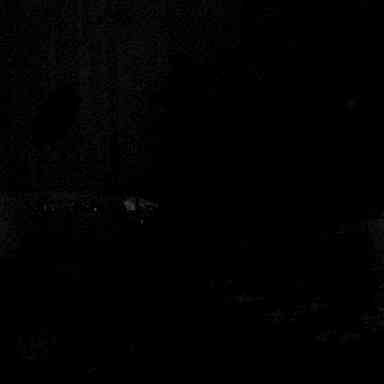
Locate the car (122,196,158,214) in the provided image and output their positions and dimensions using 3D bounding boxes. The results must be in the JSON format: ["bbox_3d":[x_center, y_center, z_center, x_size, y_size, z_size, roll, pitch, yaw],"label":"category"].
[{"bbox_3d":[-4.893,1.152,30.803,1.812,1.442,4.674,-2,2,-36],"label":"car"}]

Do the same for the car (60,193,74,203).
[{"bbox_3d":[-18.173,0.937,49.474,2.128,1.511,4.902,-2,1,-35],"label":"car"}]

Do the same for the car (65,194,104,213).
[{"bbox_3d":[-10.519,1.223,33.053,2.033,1.411,5.357,-2,2,-36],"label":"car"}]

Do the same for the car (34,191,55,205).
[{"bbox_3d":[-21.414,1.040,48.436,2.128,1.511,4.902,-2,2,-36],"label":"car"}]

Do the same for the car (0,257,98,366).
[{"bbox_3d":[-3.503,1.552,4.160,4.507,1.381,1.887,-1,0,-36],"label":"car"}]
